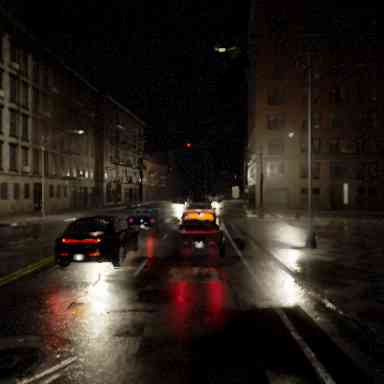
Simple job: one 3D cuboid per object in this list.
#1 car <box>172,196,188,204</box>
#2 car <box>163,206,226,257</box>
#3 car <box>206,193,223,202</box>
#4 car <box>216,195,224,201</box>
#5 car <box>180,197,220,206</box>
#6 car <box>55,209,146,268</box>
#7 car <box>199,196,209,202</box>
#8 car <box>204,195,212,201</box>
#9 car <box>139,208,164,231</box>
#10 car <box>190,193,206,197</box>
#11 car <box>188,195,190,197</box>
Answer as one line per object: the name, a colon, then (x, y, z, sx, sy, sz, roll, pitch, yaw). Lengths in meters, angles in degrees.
car: (-2.548, 1.615, 63.893, 1.812, 1.442, 4.674, 0, 0, 8)
car: (0.278, 1.521, 13.139, 2.128, 1.511, 4.902, 0, 0, 1)
car: (4.665, 1.311, 68.759, 2.150, 2.045, 5.566, 0, 0, 8)
car: (7.485, 1.529, 88.809, 1.812, 1.442, 4.674, 0, 0, 8)
car: (0.594, 1.404, 22.254, 2.097, 1.767, 4.553, 0, 0, 2)
car: (-3.002, 1.530, 11.400, 1.837, 1.490, 4.892, 0, 0, 1)
car: (2.925, 1.623, 79.752, 2.033, 1.411, 5.357, 0, 0, 8)
car: (4.267, 1.506, 89.262, 1.837, 1.490, 4.892, 0, 0, 8)
car: (-2.723, 1.649, 20.875, 1.895, 1.301, 4.718, 0, 0, 2)
car: (1.524, 1.312, 69.791, 2.150, 2.045, 5.566, 0, 0, 8)
car: (-0.426, 1.574, 79.265, 1.837, 1.490, 4.892, 0, 0, 8)
